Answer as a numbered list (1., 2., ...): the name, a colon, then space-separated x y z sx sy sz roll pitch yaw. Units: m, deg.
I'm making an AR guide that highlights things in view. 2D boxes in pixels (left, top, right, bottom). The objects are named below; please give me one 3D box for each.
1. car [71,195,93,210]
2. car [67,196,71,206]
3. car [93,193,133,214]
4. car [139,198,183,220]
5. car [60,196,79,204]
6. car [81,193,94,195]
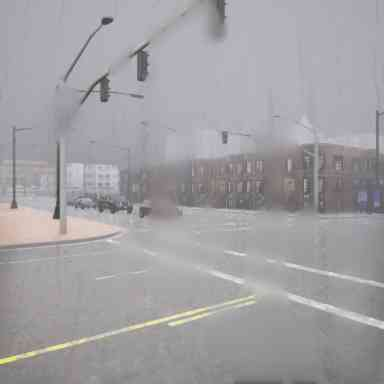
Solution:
1. car: -14.227 1.527 44.292 1.812 1.442 4.674 0 0 -35
2. car: -20.028 1.565 52.420 1.994 1.385 4.181 0 0 -35
3. car: -8.435 1.223 36.197 2.150 2.045 5.566 0 0 -36
4. car: -2.721 1.353 28.259 2.097 1.767 4.553 0 0 -35
5. car: -23.416 1.549 63.393 2.033 1.411 5.357 0 0 -36
6. car: -17.293 1.223 54.873 2.150 2.045 5.566 0 0 -36
